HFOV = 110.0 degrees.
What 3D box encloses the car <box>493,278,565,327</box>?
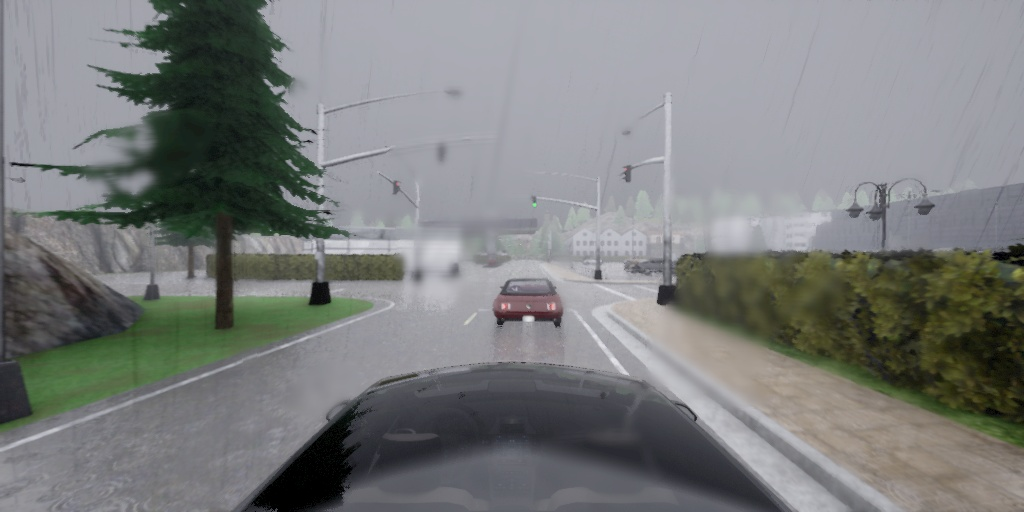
[{"bbox_3d":[0.535,1.348,11.571,1.895,1.301,4.718,0,0,2],"label":"car"}]
